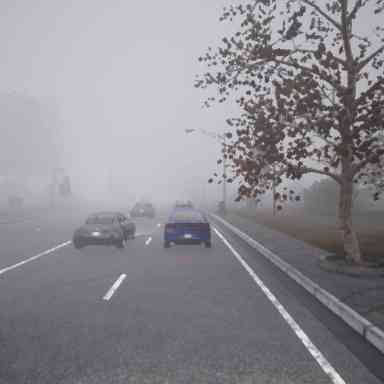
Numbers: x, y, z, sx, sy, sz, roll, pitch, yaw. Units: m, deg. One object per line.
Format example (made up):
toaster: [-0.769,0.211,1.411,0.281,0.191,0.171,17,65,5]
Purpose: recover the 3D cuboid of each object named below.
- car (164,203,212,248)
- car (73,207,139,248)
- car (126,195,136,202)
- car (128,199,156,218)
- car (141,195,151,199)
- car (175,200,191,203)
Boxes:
car: [-0.223,1.482,14.797,1.882,1.535,5.008,0,0,-2]
car: [-3.721,1.569,14.698,1.994,1.385,4.181,0,0,-2]
car: [-14.019,1.440,76.448,1.837,1.490,4.892,0,0,-3]
car: [-4.310,1.570,29.720,1.994,1.385,4.181,0,0,-3]
car: [-10.526,1.480,76.656,2.033,1.411,5.357,0,0,-3]
car: [-0.814,1.492,29.889,2.128,1.511,4.902,0,0,-3]
